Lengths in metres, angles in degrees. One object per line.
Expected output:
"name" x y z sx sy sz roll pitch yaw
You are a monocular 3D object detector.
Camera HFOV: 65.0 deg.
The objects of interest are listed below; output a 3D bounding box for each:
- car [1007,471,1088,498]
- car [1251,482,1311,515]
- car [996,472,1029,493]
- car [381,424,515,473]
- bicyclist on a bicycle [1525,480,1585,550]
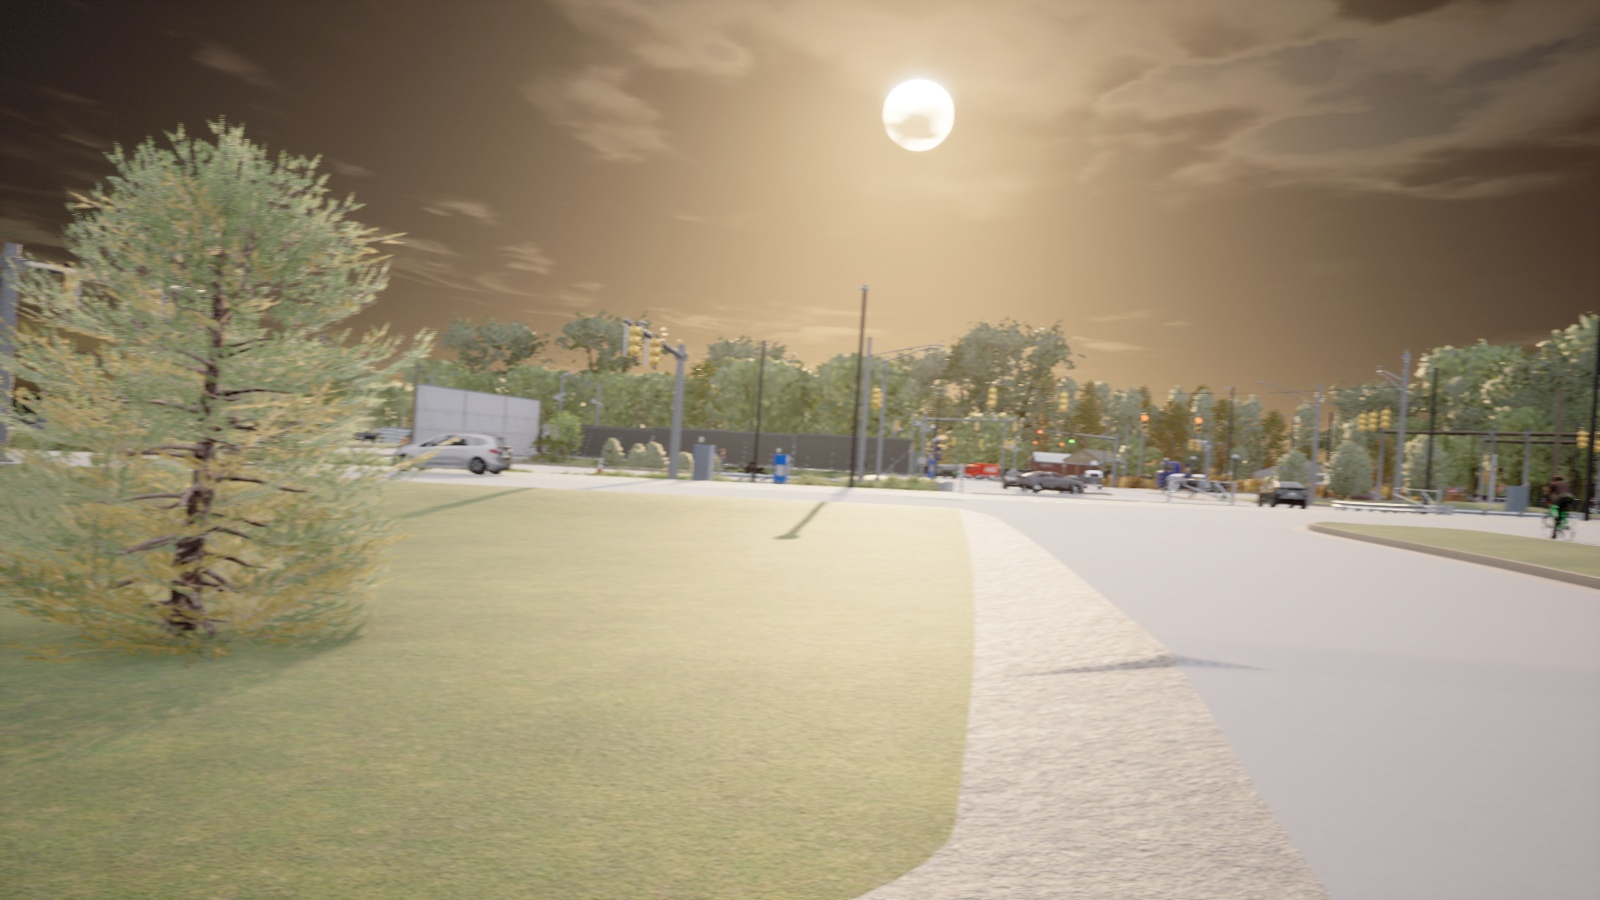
"car" 16.782 2.325 85.128 4.902 1.511 2.128 3 0 -17
"car" 25.601 2.543 67.018 2.007 1.525 4.514 3 0 9
"car" 16.484 2.509 97.602 2.033 1.411 5.357 3 0 5
"car" -14.075 -0.059 50.360 4.611 1.667 2.242 3 0 6
"bicyclist on a bicycle" 18.496 1.573 30.804 0.582 1.620 1.656 4 -1 8
